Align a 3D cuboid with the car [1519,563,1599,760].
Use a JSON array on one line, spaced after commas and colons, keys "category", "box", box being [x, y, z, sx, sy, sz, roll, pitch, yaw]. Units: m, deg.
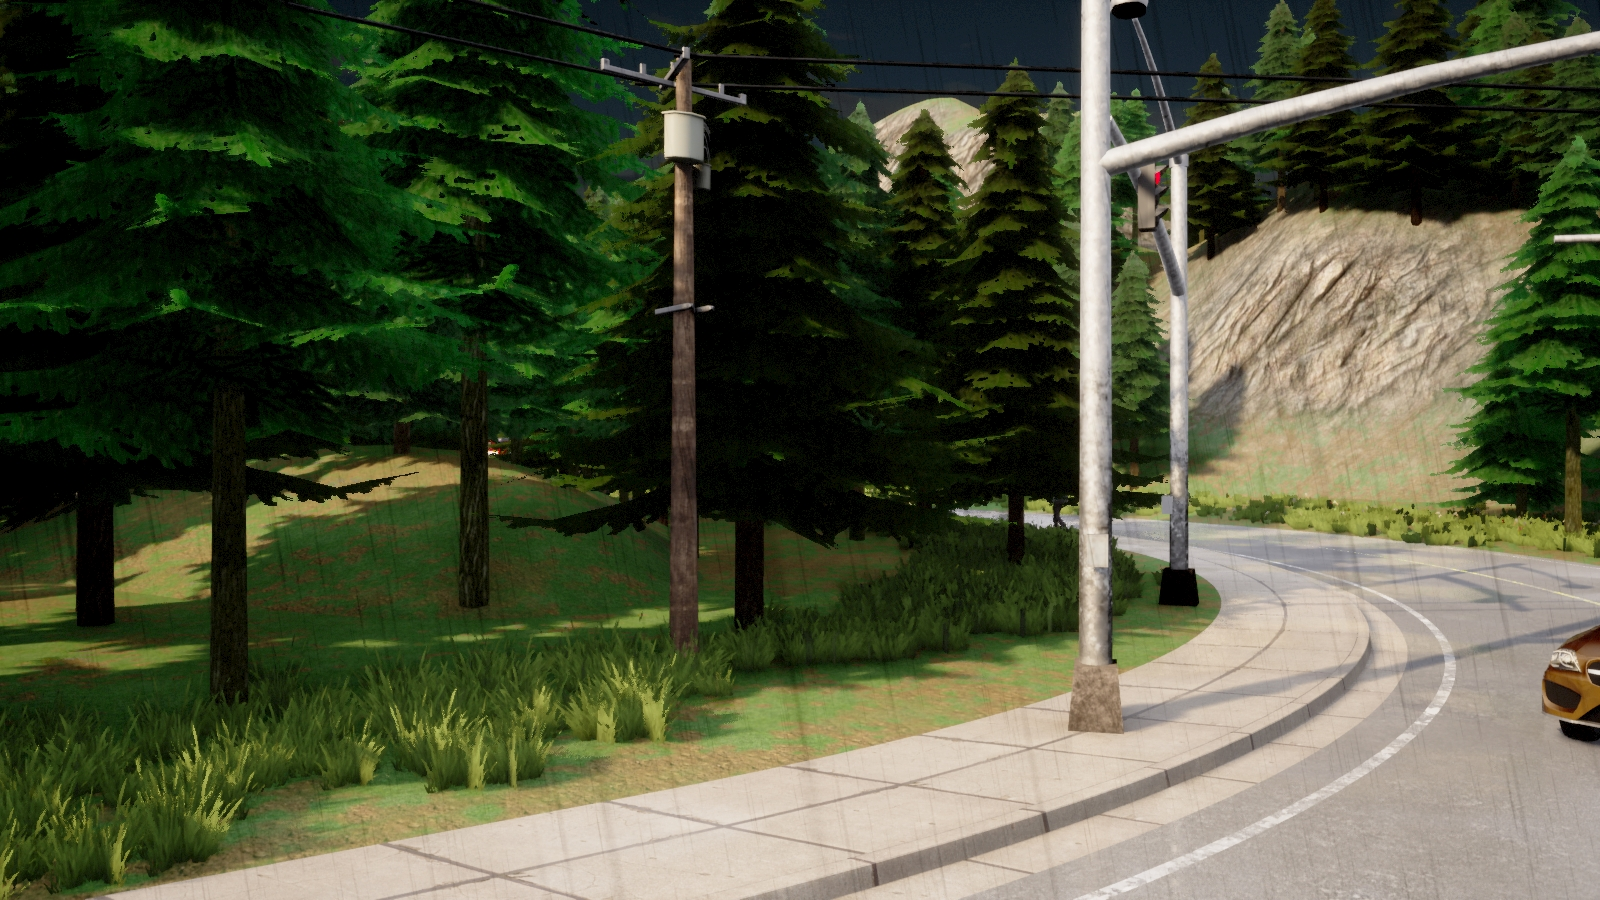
[{"category": "car", "box": [9.577, 1.970, 11.147, 5.027, 1.651, 2.152, 0, 0, -29]}]
